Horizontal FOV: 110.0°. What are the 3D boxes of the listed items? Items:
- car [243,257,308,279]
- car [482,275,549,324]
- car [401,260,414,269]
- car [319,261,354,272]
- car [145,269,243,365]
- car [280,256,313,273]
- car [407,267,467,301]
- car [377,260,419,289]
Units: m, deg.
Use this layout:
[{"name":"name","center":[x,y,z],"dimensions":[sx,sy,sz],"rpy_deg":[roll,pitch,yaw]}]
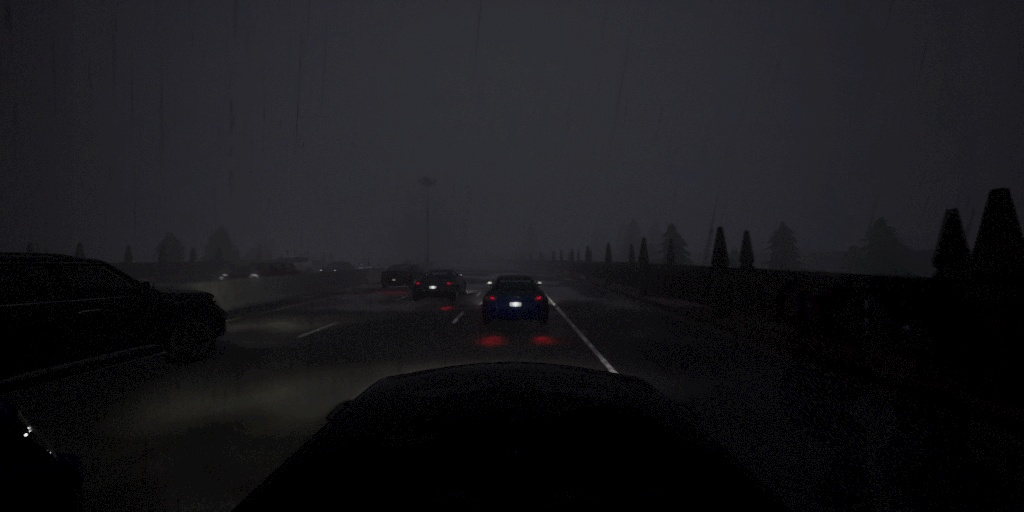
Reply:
[{"name":"car","center":[-14.107,1.109,20.398],"dimensions":[2.097,1.767,4.553],"rpy_deg":[0,0,0]},{"name":"car","center":[0.099,1.315,11.980],"dimensions":[1.994,1.385,4.181],"rpy_deg":[0,0,0]},{"name":"car","center":[-17.404,1.378,59.753],"dimensions":[1.837,1.490,4.892],"rpy_deg":[0,0,-14]},{"name":"car","center":[-17.716,1.291,36.466],"dimensions":[1.837,1.490,4.892],"rpy_deg":[0,0,-2]},{"name":"car","center":[-6.900,0.971,4.896],"dimensions":[2.150,2.045,5.566],"rpy_deg":[0,0,0]},{"name":"car","center":[-21.140,1.000,33.921],"dimensions":[2.150,2.045,5.566],"rpy_deg":[0,0,-1]},{"name":"car","center":[-3.402,1.320,17.414],"dimensions":[1.994,1.385,4.181],"rpy_deg":[0,0,0]},{"name":"car","center":[-6.902,1.239,23.401],"dimensions":[1.882,1.535,5.008],"rpy_deg":[0,0,0]}]
